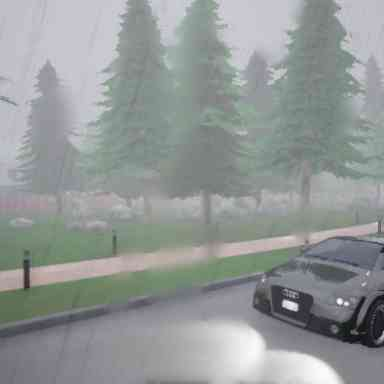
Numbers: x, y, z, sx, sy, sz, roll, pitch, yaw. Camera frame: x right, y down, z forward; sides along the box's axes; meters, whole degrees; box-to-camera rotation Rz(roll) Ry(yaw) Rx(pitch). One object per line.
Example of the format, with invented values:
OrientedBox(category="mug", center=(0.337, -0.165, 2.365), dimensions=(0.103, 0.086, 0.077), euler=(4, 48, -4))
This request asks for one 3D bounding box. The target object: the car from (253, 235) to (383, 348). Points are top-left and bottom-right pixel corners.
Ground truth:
OrientedBox(category="car", center=(3.124, 1.551, 6.278), dimensions=(4.181, 1.385, 1.994), euler=(0, 0, -36))
